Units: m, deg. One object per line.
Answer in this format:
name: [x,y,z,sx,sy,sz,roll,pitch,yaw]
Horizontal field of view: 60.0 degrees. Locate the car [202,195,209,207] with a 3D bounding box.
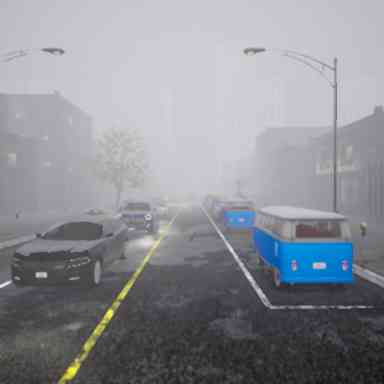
car: [2.693,1.469,42.000,1.947,1.339,4.313,0,0,0]

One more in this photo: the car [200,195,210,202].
car: [2.696,1.408,69.610,1.887,1.381,4.507,0,0,0]

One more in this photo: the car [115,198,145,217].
car: [-5.689,1.364,30.977,1.967,1.590,4.097,0,0,0]

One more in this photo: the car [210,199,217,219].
car: [2.691,1.480,25.435,1.887,1.381,4.507,0,0,0]

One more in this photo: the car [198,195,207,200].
car: [2.699,1.413,86.175,1.947,1.339,4.313,0,0,0]

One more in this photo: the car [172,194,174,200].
car: [-5.683,1.424,75.150,1.947,1.339,4.313,0,0,0]

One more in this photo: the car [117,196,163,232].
car: [-3.093,1.301,19.408,2.097,1.767,4.553,0,0,0]

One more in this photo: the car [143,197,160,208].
car: [-5.687,1.438,47.541,1.887,1.381,4.507,0,0,0]

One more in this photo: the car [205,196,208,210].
car: [2.692,1.438,36.649,1.752,1.417,4.829,0,0,0]

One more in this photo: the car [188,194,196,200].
car: [0.012,1.323,87.771,2.033,1.411,5.357,0,0,0]

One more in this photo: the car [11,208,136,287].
car: [-3.099,1.451,9.436,1.882,1.535,5.008,0,0,1]

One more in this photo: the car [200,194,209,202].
car: [2.693,1.208,47.523,2.192,1.841,5.009,0,0,0]

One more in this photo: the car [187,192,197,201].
car: [0.010,1.077,77.377,2.150,2.045,5.566,0,0,0]

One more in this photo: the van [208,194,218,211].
van: [2.691,1.265,30.957,1.690,1.788,3.998,0,0,0]

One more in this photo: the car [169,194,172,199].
car: [-5.684,1.389,69.458,1.752,1.417,4.829,0,0,0]

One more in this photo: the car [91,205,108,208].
car: [-5.690,1.474,19.762,1.752,1.417,4.829,0,0,0]

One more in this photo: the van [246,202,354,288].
van: [2.688,1.316,8.870,1.690,1.788,3.998,0,0,0]

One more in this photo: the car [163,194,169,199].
car: [-5.685,1.422,58.585,1.887,1.381,4.507,0,0,0]

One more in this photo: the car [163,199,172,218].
car: [-3.087,1.528,29.442,1.895,1.301,4.718,0,0,0]

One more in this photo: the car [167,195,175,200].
car: [-5.681,1.408,91.716,1.947,1.339,4.313,0,0,0]

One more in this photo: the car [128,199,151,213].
car: [-5.688,1.458,36.499,1.887,1.381,4.507,0,0,0]

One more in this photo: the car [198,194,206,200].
car: [2.700,1.387,91.698,1.887,1.381,4.507,0,0,0]

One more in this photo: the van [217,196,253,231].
van: [2.689,1.288,19.913,1.690,1.788,3.998,0,0,0]
